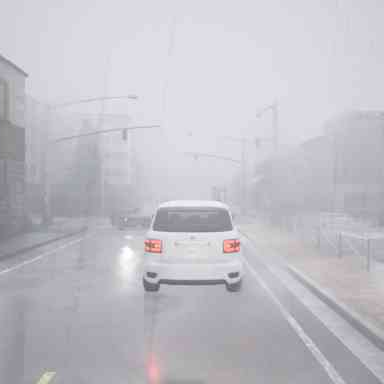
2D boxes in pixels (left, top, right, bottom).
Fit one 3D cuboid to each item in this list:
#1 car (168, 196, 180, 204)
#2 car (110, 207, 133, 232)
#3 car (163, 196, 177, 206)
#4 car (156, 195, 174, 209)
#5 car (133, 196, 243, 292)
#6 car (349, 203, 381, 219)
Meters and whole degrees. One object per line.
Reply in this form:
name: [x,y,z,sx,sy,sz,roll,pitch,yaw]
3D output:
car: [-3.666,1.547,67.605,2.033,1.411,5.357,0,0,0]
car: [-3.789,1.600,20.645,1.895,1.301,4.718,0,0,-23]
car: [-3.711,1.491,56.967,2.128,1.511,4.902,0,0,0]
car: [-3.703,1.352,46.586,2.097,1.767,4.553,0,0,0]
car: [0.033,1.221,9.074,2.150,2.045,5.566,0,0,1]
car: [16.648,1.740,30.262,4.181,1.385,1.994,0,0,0]
